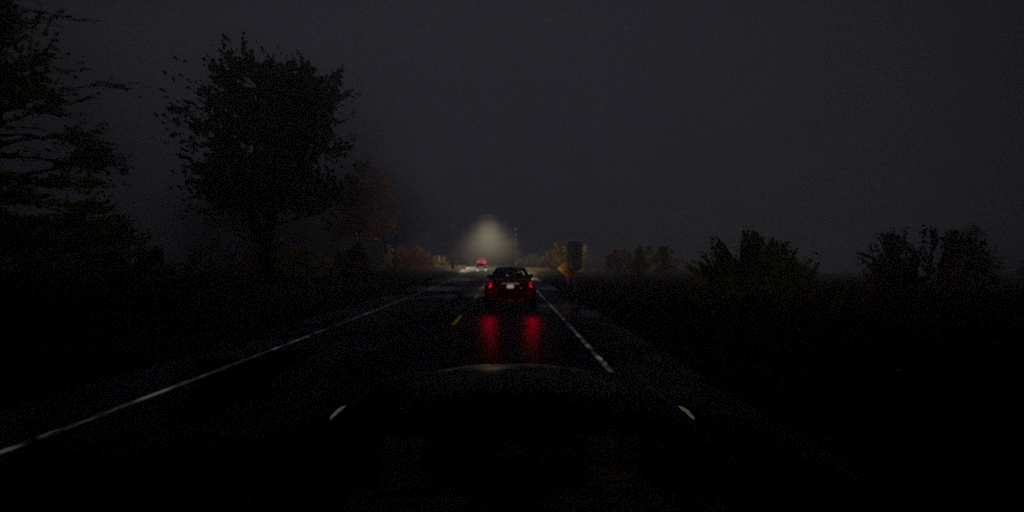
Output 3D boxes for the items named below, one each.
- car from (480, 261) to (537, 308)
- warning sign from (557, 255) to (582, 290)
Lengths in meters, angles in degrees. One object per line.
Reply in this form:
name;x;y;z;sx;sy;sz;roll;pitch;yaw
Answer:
car;-0.091;1.227;15.993;2.097;1.767;4.553;0;-1;-1
warning sign;3.362;1.038;21.505;1.300;1.860;1.060;0;0;-1
